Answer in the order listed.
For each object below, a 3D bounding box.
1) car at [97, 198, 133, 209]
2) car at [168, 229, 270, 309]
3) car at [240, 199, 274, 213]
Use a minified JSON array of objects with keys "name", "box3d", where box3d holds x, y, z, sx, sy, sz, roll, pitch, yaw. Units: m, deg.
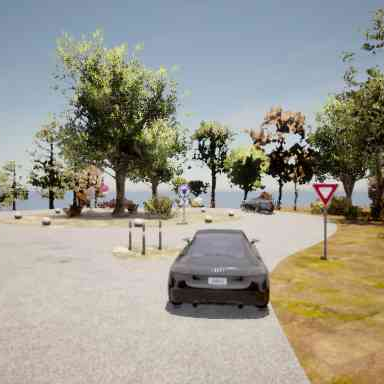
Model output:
[{"name":"car","box3d":[-10.216,1.542,44.379,4.674,1.442,1.812,0,-1,-16]},{"name":"car","box3d":[0.676,1.567,7.970,1.994,1.385,4.181,0,0,6]},{"name":"car","box3d":[7.073,1.505,36.531,2.128,1.511,4.902,0,0,-20]}]
